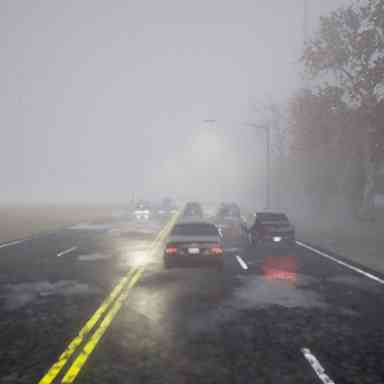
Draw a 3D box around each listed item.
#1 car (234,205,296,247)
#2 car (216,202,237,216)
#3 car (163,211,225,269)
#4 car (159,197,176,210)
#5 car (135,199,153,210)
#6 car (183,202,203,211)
[{"bbox_3d":[3.331,1.578,15.410,1.837,1.490,4.892,-1,0,0],"label":"car"},{"bbox_3d":[3.335,1.639,31.185,2.128,1.511,4.902,-1,0,0],"label":"car"},{"bbox_3d":[0.068,1.607,11.307,2.033,1.411,5.357,0,0,0],"label":"car"},{"bbox_3d":[-3.335,1.565,45.910,2.097,1.767,4.553,0,0,0],"label":"car"},{"bbox_3d":[-6.586,1.706,45.931,2.128,1.511,4.902,0,0,0],"label":"car"},{"bbox_3d":[0.091,1.683,32.132,1.812,1.442,4.674,0,0,0],"label":"car"}]
